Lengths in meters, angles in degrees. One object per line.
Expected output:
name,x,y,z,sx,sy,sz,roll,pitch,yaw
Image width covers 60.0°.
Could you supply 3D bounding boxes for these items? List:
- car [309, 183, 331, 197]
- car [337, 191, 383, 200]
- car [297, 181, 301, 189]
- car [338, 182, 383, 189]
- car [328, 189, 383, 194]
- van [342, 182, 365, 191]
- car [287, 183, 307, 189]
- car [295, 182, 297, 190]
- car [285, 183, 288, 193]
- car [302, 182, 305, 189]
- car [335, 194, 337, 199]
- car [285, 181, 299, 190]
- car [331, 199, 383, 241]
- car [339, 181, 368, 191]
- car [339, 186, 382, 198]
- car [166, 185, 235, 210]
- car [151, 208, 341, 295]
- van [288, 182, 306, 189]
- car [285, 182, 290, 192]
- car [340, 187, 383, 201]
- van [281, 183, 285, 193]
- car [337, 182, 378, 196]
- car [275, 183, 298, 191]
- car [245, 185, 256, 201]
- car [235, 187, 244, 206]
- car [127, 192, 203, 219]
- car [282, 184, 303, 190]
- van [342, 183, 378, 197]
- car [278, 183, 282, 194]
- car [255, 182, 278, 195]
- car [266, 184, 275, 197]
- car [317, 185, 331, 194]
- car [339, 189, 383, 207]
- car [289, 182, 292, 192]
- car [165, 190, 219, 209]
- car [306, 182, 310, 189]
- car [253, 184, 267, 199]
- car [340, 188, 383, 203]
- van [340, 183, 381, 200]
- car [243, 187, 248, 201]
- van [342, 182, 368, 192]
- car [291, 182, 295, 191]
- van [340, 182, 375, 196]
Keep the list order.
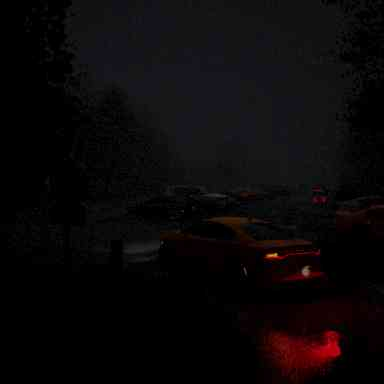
car,18.308,-0.109,47.397,2.128,1.511,4.902,1,2,24
car,9.970,1.067,16.842,4.553,1.767,2.185,1,3,24
car,19.481,-0.957,70.231,5.366,1.575,1.946,1,2,24
car,15.611,0.370,29.336,5.566,2.045,2.435,1,3,24
car,13.139,0.845,24.391,5.366,1.575,1.946,1,3,24
van,36.241,-1.334,74.829,4.442,1.987,1.878,1,2,24
car,27.656,-1.531,87.824,4.792,1.488,2.163,1,2,24
car,17.373,-0.767,65.094,4.892,1.521,2.231,1,2,24
car,12.775,-0.373,54.994,4.792,1.488,2.163,1,2,24
car,23.070,-1.225,77.744,5.008,1.535,2.097,1,2,24
car,11.003,1.111,19.283,4.792,1.488,2.163,1,3,24
car,18.503,-0.859,67.628,4.892,1.521,2.231,1,2,24
car,8.798,1.307,14.338,5.008,1.535,2.097,1,3,24
car,34.969,-1.271,72.364,5.566,2.045,2.435,1,2,24
car,22.420,-0.012,44.486,5.008,1.535,2.097,1,2,24
car,0.276,0.510,27.154,5.566,2.045,2.435,1,3,24
car,0.914,1.374,8.545,1.882,1.535,5.008,2,-1,-31
van,28.669,-1.835,90.414,4.442,1.987,1.878,1,1,24
car,13.917,-0.465,57.523,4.792,1.488,2.163,1,2,24
car,20.165,0.210,39.433,4.792,1.488,2.163,1,2,24
van,11.767,-0.535,52.395,4.442,1.987,1.878,1,2,24
car,25.806,-0.537,52.060,5.566,2.045,2.435,1,2,24
car,20.763,-1.168,72.692,4.553,1.767,2.185,1,2,24
car,3.506,0.408,34.837,5.366,1.575,1.946,1,3,24
car,1.561,0.645,29.629,5.366,1.575,1.946,1,3,24
car,-2.059,1.020,22.134,4.792,1.488,2.163,1,3,24
car,24.219,-1.277,80.271,4.674,1.452,2.002,1,2,24
van,23.660,-0.327,46.955,4.442,1.987,1.878,1,2,24
car,10.546,-0.190,49.911,4.792,1.488,2.163,1,2,24
car,9.407,-0.251,47.378,4.553,1.767,2.185,1,2,24
car,7.267,0.075,42.267,5.366,1.575,1.946,1,3,24
car,22.542,-0.462,56.776,1.882,1.535,5.008,1,2,24
car,16.698,0.535,31.894,4.792,1.488,2.163,1,3,24
car,15.058,-0.556,60.052,4.792,1.488,2.163,1,2,24
car,-0.886,0.876,24.647,5.008,1.535,2.097,1,3,24
car,26.525,-1.750,85.308,5.566,2.045,2.435,1,2,24
car,5.838,0.174,40.003,5.366,1.575,1.946,1,3,24
car,19.079,0.308,37.029,4.792,1.488,2.163,1,3,24
van,21.171,-0.144,41.986,4.442,1.987,1.878,1,2,24
car,2.540,0.530,32.231,4.892,1.521,2.231,1,3,24
van,31.685,-0.969,64.735,4.442,1.987,1.878,1,2,24
car,16.057,-0.683,62.644,5.366,1.575,1.946,1,2,24
van,24.587,-0.421,49.575,4.442,1.987,1.878,1,2,24
